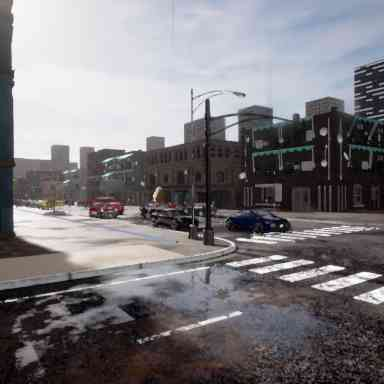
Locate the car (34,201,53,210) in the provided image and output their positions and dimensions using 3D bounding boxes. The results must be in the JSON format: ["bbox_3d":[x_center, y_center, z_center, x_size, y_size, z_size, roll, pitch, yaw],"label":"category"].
[{"bbox_3d":[-25.145,2.234,56.956,1.752,1.417,4.829,-1,0,-35],"label":"car"}]

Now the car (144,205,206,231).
[{"bbox_3d":[-1.305,1.815,23.130,1.947,1.339,4.313,-1,0,-35],"label":"car"}]

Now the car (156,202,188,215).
[{"bbox_3d":[-2.398,1.904,39.369,1.802,1.307,4.206,-2,0,-35],"label":"car"}]

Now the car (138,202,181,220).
[{"bbox_3d":[-2.987,1.792,30.204,2.128,1.511,4.902,-1,0,-35],"label":"car"}]

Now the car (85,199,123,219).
[{"bbox_3d":[-9.236,1.847,34.519,1.967,1.590,4.097,-1,0,-35],"label":"car"}]

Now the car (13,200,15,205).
[{"bbox_3d":[-41.252,2.549,79.670,2.008,1.369,4.403,-1,0,-35],"label":"car"}]

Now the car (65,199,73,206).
[{"bbox_3d":[-28.014,2.365,75.489,1.947,1.339,4.313,-1,0,-35],"label":"car"}]

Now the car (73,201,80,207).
[{"bbox_3d":[-21.610,2.229,66.458,1.887,1.381,4.507,-1,0,-35],"label":"car"}]

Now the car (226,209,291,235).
[{"bbox_3d":[3.894,1.722,20.062,1.994,1.385,4.181,-1,0,-32],"label":"car"}]

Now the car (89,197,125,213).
[{"bbox_3d":[-10.121,1.662,40.276,2.150,2.045,5.566,-1,0,-35],"label":"car"}]

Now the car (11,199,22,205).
[{"bbox_3d":[-44.454,2.599,84.184,1.887,1.381,4.507,-1,0,-35],"label":"car"}]

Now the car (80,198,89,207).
[{"bbox_3d":[-18.414,1.941,61.943,2.192,1.841,5.009,-1,0,-35],"label":"car"}]

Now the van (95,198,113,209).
[{"bbox_3d":[-15.211,1.908,57.428,1.690,1.788,3.998,-1,0,-35],"label":"van"}]

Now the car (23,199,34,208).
[{"bbox_3d":[-31.647,2.377,66.125,2.008,1.369,4.403,-1,0,-35],"label":"car"}]

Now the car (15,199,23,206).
[{"bbox_3d":[-38.053,2.381,75.154,1.967,1.590,4.097,-1,0,-35],"label":"car"}]

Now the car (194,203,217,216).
[{"bbox_3d":[0.803,1.810,34.854,2.008,1.369,4.403,-2,0,-35],"label":"car"}]

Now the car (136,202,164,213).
[{"bbox_3d":[-5.599,1.967,43.884,1.802,1.307,4.206,-2,0,-35],"label":"car"}]
